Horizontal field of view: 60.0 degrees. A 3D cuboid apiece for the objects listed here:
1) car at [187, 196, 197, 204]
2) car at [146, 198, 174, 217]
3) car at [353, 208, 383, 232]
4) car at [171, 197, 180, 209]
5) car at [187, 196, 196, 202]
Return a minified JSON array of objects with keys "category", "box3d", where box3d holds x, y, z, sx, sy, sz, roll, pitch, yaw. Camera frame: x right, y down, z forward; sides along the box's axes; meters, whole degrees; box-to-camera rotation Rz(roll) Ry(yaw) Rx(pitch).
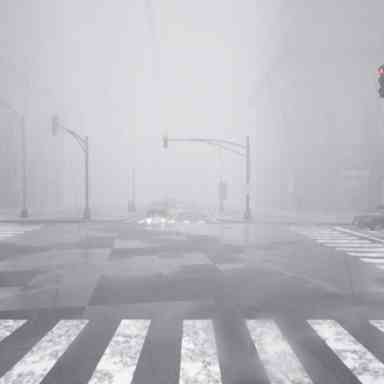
[{"category":"car","box3d":[-0.021,1.495,62.663,1.812,1.442,4.674,0,0,0]},{"category":"car","box3d":[-3.123,1.531,31.333,2.033,1.411,5.357,0,0,0]},{"category":"car","box3d":[12.011,1.558,19.605,4.674,1.442,1.812,0,1,0]},{"category":"car","box3d":[-3.125,1.523,46.141,2.033,1.411,5.357,0,0,0]},{"category":"car","box3d":[-0.016,1.522,72.694,1.895,1.301,4.718,0,0,0]}]
